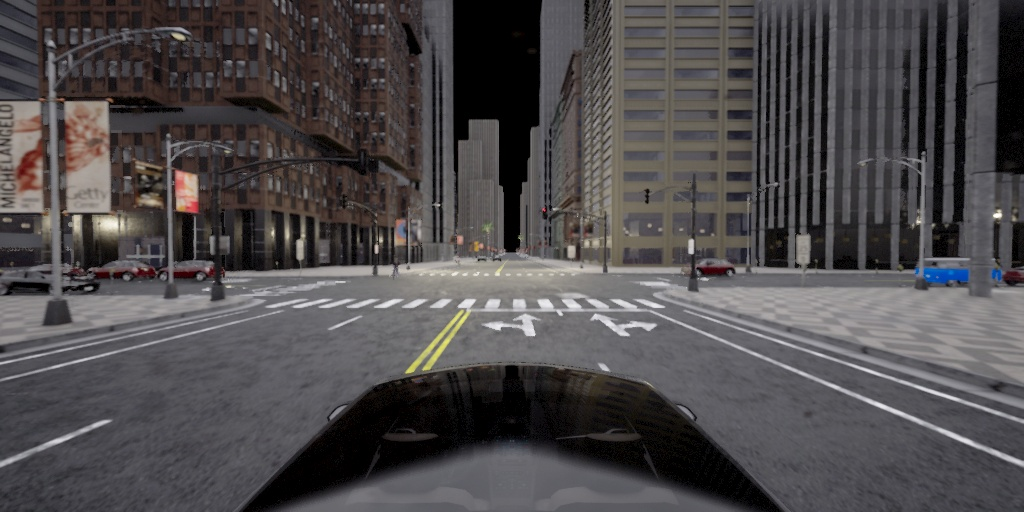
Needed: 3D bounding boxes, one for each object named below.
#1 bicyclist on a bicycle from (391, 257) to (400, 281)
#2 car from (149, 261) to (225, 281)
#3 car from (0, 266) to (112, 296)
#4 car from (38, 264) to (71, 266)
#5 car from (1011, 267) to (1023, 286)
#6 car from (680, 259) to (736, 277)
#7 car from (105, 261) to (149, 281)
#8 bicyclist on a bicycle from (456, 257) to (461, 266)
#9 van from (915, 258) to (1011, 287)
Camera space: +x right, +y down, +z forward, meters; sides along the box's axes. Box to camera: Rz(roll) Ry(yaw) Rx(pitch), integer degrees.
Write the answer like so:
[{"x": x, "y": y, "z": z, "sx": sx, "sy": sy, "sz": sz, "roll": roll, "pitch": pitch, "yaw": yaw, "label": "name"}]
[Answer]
[{"x": -8.737, "y": 0.993, "z": 26.876, "sx": 0.659, "sy": 1.776, "sz": 1.843, "roll": 0, "pitch": 0, "yaw": 0, "label": "bicyclist on a bicycle"}, {"x": -24.722, "y": 1.079, "z": 27.636, "sx": 4.097, "sy": 1.591, "sz": 1.967, "roll": 0, "pitch": 0, "yaw": 0, "label": "car"}, {"x": -24.721, "y": 1.368, "z": 19.113, "sx": 4.313, "sy": 1.339, "sz": 1.948, "roll": 0, "pitch": 0, "yaw": 0, "label": "car"}, {"x": -35.571, "y": 1.260, "z": 27.634, "sx": 4.207, "sy": 1.307, "sz": 1.802, "roll": 0, "pitch": 0, "yaw": 0, "label": "car"}, {"x": 32.965, "y": 1.242, "z": 22.130, "sx": 4.207, "sy": 1.307, "sz": 1.802, "roll": 0, "pitch": 0, "yaw": 0, "label": "car"}, {"x": 16.689, "y": 0.956, "z": 30.750, "sx": 4.097, "sy": 1.591, "sz": 1.967, "roll": 0, "pitch": 0, "yaw": 0, "label": "car"}, {"x": -30.147, "y": 1.098, "z": 27.635, "sx": 4.097, "sy": 1.591, "sz": 1.967, "roll": 0, "pitch": 0, "yaw": 0, "label": "car"}, {"x": -8.773, "y": 0.911, "z": 58.907, "sx": 0.866, "sy": 1.612, "sz": 1.509, "roll": 0, "pitch": 0, "yaw": 0, "label": "bicyclist on a bicycle"}, {"x": 27.523, "y": 1.007, "z": 22.162, "sx": 3.998, "sy": 1.789, "sz": 1.690, "roll": 0, "pitch": 0, "yaw": 0, "label": "van"}]
